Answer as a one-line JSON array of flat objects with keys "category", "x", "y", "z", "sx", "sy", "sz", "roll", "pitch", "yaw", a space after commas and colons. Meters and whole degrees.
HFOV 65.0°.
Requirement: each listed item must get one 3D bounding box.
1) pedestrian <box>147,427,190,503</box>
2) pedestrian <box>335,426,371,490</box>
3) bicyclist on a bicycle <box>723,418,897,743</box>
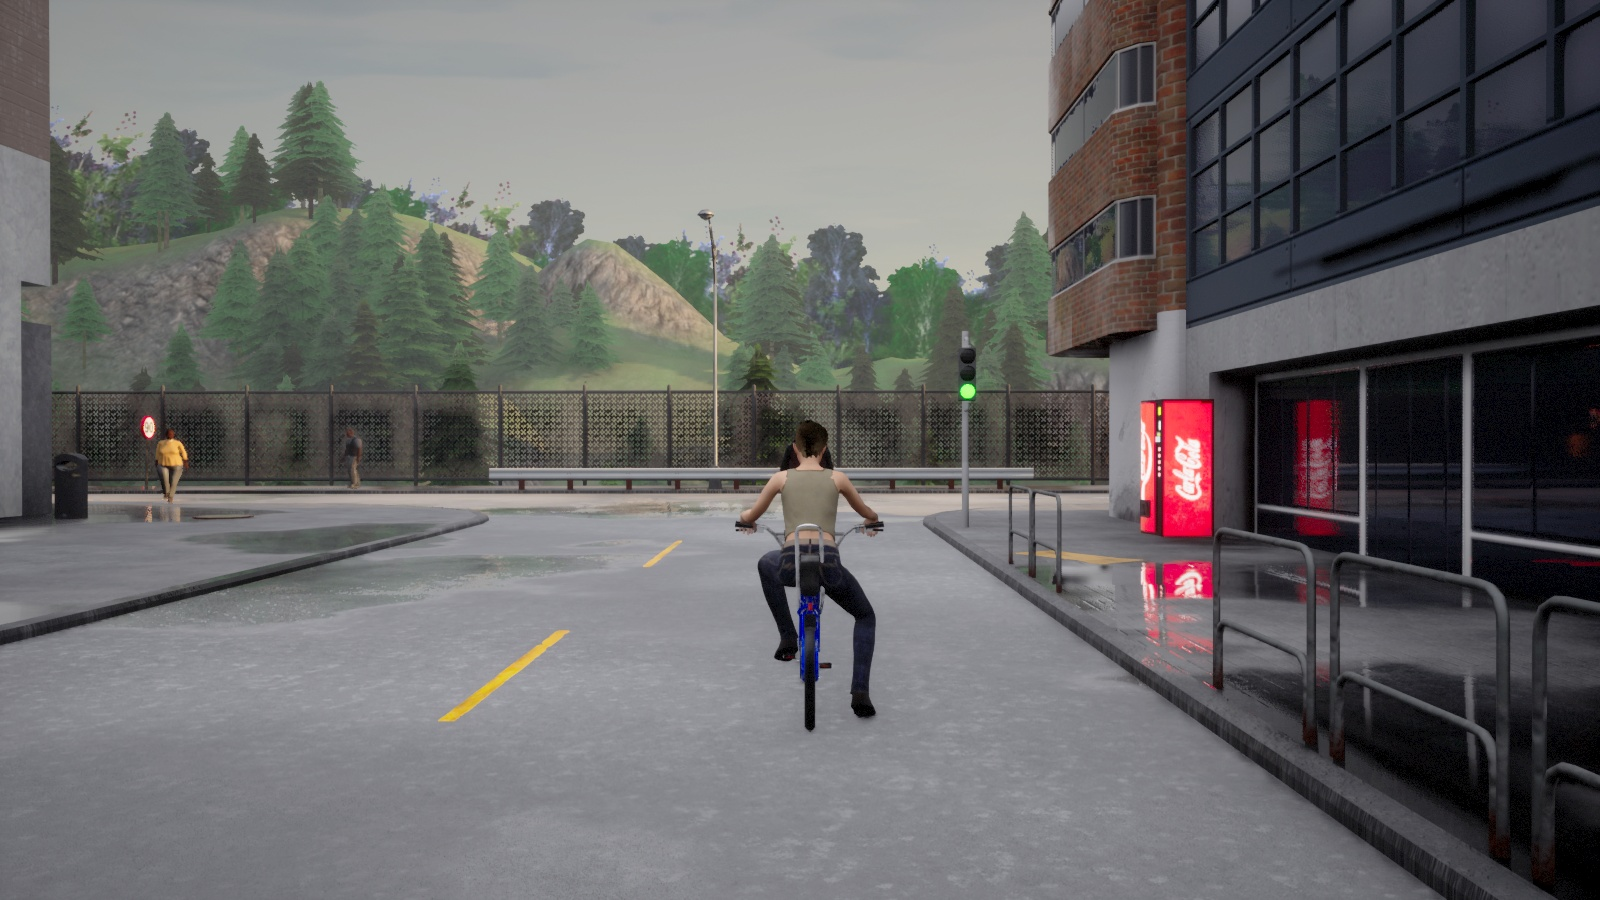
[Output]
[{"category": "pedestrian", "x": -15.645, "y": 0.362, "z": 31.145, "sx": 0.874, "sy": 1.855, "sz": 0.900, "roll": 0, "pitch": 0, "yaw": -21}, {"category": "pedestrian", "x": -13.374, "y": 0.234, "z": 37.565, "sx": 0.563, "sy": 1.883, "sz": 0.849, "roll": 0, "pitch": 0, "yaw": 39}, {"category": "bicyclist on a bicycle", "x": 0.053, "y": 0.644, "z": 6.989, "sx": 0.866, "sy": 1.612, "sz": 1.509, "roll": 0, "pitch": 0, "yaw": 0}]
